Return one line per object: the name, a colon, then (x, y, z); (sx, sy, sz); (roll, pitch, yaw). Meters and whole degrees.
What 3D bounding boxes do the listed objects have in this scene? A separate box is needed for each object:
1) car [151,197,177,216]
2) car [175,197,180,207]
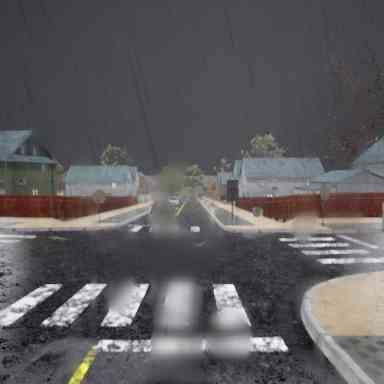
car: (-2.898, 1.518, 32.751); (2.033, 1.411, 5.357); (0, 0, 0)
car: (-2.912, 1.506, 50.414); (1.812, 1.442, 4.674); (0, 0, 0)
